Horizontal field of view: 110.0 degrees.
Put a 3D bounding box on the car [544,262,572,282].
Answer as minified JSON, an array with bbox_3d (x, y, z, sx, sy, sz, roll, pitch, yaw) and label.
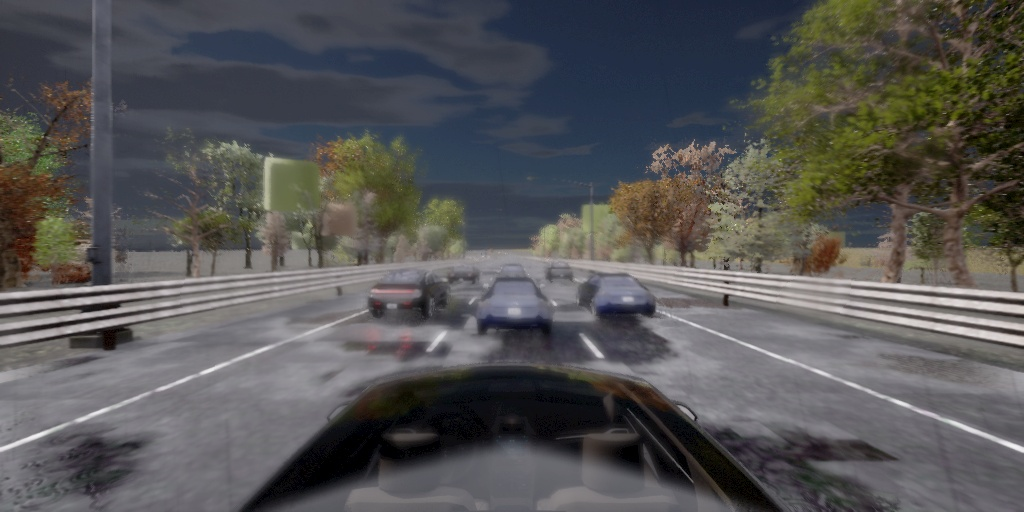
[{"bbox_3d":[3.586,1.201,27.904,2.128,1.511,4.902,0,0,0],"label":"car"}]

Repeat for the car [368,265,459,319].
[{"bbox_3d":[-3.422,1.223,12.707,2.128,1.511,4.902,0,0,0],"label":"car"}]

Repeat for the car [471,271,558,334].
[{"bbox_3d":[0.064,1.298,10.619,1.994,1.385,4.181,0,0,0],"label":"car"}]

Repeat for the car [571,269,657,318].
[{"bbox_3d":[3.577,1.295,12.971,1.994,1.385,4.181,0,0,0],"label":"car"}]

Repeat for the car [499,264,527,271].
[{"bbox_3d":[0.058,1.261,24.211,2.033,1.411,5.357,0,0,0],"label":"car"}]

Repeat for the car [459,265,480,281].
[{"bbox_3d":[-3.422,1.312,26.480,1.895,1.301,4.718,0,0,0],"label":"car"}]
